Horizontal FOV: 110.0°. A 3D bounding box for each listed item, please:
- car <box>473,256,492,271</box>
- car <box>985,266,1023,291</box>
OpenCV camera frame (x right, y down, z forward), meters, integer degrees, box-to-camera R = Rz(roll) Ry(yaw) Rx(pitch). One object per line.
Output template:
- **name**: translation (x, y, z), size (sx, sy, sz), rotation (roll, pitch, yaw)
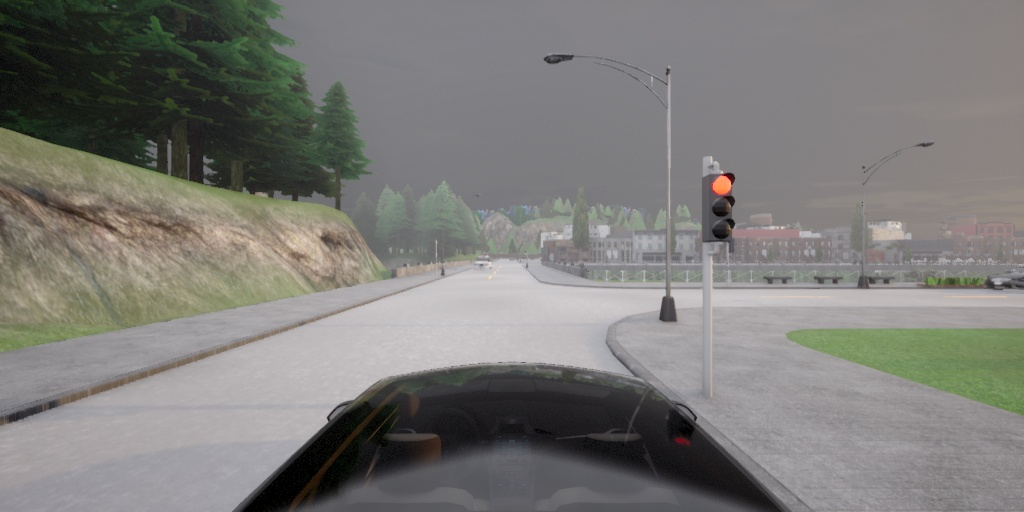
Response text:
- **car**: translation (-3.999, 1.057, 49.477), size (2.150, 2.045, 5.566), rotation (0, 1, 0)
- **car**: translation (28.973, 1.231, 19.529), size (4.902, 1.511, 2.128), rotation (0, 0, 0)
